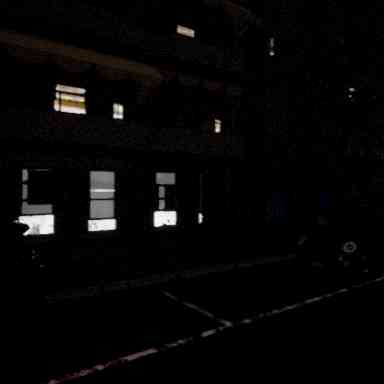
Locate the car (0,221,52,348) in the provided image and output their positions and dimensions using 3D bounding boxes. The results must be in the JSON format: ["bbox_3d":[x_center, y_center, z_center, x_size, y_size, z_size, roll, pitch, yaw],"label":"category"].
[{"bbox_3d":[-4.187,1.316,3.573,5.009,1.841,2.192,0,0,-36],"label":"car"}]

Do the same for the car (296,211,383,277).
[{"bbox_3d":[5.010,1.430,10.136,4.097,1.590,1.967,0,0,-36],"label":"car"}]
